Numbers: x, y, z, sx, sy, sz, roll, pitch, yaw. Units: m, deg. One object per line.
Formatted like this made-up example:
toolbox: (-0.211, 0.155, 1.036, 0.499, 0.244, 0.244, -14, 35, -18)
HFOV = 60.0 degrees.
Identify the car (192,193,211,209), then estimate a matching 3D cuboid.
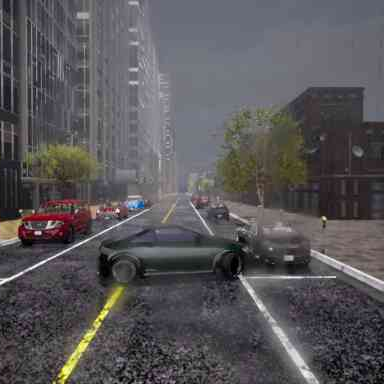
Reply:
car: (1.536, 1.300, 44.340, 2.192, 1.841, 5.009, -1, 0, -2)

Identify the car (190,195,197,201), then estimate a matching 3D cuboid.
car: (0.368, 1.549, 88.600, 1.802, 1.307, 4.206, -1, 0, -2)

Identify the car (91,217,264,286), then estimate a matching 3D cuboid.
car: (-0.449, 1.557, 9.132, 4.181, 1.385, 1.994, 0, 0, -12)

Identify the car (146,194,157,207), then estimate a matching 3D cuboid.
car: (-6.988, 1.297, 49.660, 2.192, 1.841, 5.009, -1, 0, -2)

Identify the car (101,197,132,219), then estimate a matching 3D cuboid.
car: (-6.393, 1.431, 26.802, 1.967, 1.590, 4.097, -1, 0, -2)

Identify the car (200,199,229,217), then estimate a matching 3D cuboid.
car: (2.010, 1.542, 27.007, 2.008, 1.369, 4.403, -1, 0, -2)

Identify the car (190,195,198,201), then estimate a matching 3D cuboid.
car: (0.515, 1.535, 83.068, 1.947, 1.339, 4.313, -1, 0, -2)

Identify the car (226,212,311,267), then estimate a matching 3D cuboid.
car: (2.548, 1.547, 11.148, 2.008, 1.369, 4.403, -1, 0, -2)

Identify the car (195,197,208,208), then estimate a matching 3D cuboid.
car: (1.389, 1.508, 50.042, 1.752, 1.417, 4.829, -1, 0, -2)

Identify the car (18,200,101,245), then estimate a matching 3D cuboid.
car: (-6.192, 1.310, 15.734, 2.192, 1.841, 5.009, -1, 0, -2)

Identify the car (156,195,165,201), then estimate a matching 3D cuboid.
car: (-7.859, 1.495, 82.688, 1.752, 1.417, 4.829, -1, 0, -2)

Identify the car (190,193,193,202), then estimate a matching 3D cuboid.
car: (0.804, 1.289, 72.003, 2.192, 1.841, 5.009, -1, 0, -2)

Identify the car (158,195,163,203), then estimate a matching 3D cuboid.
car: (-7.424, 1.520, 66.259, 1.887, 1.381, 4.507, -1, 0, -2)

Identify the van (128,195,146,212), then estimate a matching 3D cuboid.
van: (-6.695, 1.328, 38.595, 1.690, 1.788, 3.998, -1, 0, -2)
